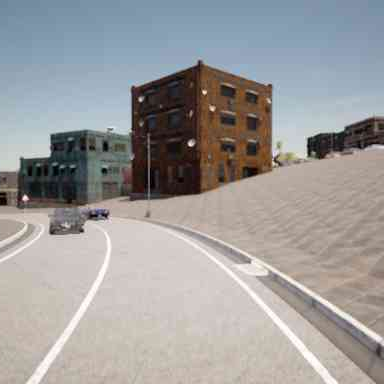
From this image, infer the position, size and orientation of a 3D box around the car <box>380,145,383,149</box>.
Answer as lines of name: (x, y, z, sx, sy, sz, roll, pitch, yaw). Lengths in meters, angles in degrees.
car: (22.089, -4.935, 34.258, 2.185, 1.767, 4.553, 0, 1, 0)

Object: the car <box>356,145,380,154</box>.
car: (22.060, -4.913, 39.754, 2.002, 1.452, 4.674, 0, 2, 0)

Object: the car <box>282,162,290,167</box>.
car: (21.885, -5.720, 72.997, 2.002, 1.452, 4.674, 0, 1, 0)

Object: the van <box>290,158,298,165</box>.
van: (21.914, -5.861, 67.350, 1.878, 1.987, 4.442, 0, 1, 0)

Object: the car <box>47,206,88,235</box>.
car: (-7.628, 1.682, 20.325, 1.837, 1.490, 4.892, -1, -1, -22)

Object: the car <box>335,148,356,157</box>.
car: (22.030, -5.227, 45.424, 2.185, 1.767, 4.553, 0, 1, 0)

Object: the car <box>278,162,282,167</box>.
car: (21.855, -6.127, 78.477, 2.435, 2.045, 5.566, 0, 1, 0)

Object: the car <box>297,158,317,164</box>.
car: (21.942, -5.510, 61.959, 2.231, 1.521, 4.892, 0, 1, 0)

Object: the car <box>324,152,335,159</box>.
car: (22.001, -5.367, 50.942, 2.185, 1.767, 4.553, 0, 1, 0)

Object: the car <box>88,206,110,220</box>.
car: (-9.743, 1.987, 32.758, 1.895, 1.301, 4.718, -1, -1, -32)
